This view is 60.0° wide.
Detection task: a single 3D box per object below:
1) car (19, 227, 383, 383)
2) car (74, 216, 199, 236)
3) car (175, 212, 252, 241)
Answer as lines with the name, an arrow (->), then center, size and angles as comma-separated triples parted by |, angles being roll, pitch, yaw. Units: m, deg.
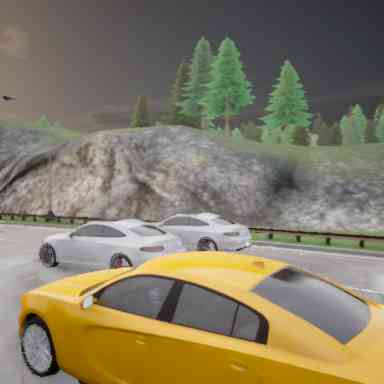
car -> -0.012, 1.461, 3.840 | 5.008, 1.535, 1.882 | 0, 0, 34
car -> -2.345, 1.481, 9.478 | 4.674, 1.442, 1.812 | 0, 0, 32
car -> -0.125, 1.474, 12.209 | 4.674, 1.442, 1.812 | 0, 0, 32
